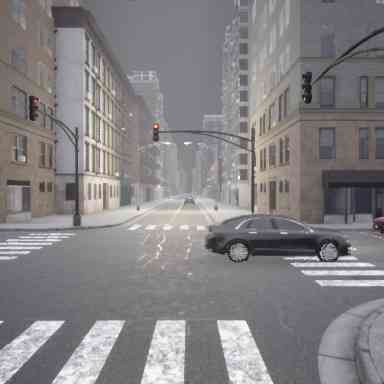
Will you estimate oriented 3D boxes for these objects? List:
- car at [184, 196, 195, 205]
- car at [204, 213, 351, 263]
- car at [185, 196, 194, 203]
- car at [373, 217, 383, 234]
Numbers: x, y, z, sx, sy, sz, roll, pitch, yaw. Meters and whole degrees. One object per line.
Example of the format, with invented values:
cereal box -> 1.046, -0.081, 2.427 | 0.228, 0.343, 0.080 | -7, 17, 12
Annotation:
car -> -0.446, 1.541, 59.170 | 1.812, 1.442, 4.674 | 0, 0, 0
car -> 2.859, 1.510, 11.426 | 4.892, 1.490, 1.837 | 0, 0, 0
car -> -0.523, 1.547, 69.174 | 1.812, 1.442, 4.674 | 0, 0, 0
car -> 11.647, 1.529, 16.970 | 4.507, 1.381, 1.887 | 0, 0, 0
